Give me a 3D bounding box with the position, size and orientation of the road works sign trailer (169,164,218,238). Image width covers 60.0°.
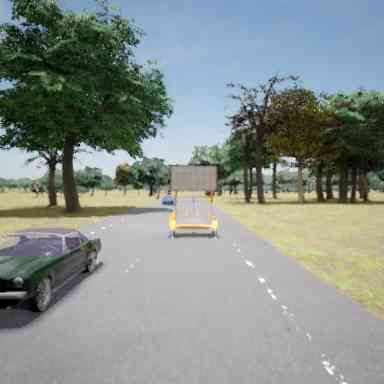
[{"bbox_3d":[0.091,0.373,16.906,2.380,3.560,2.880,0,0,0],"label":"road works sign trailer"}]

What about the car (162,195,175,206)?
[{"bbox_3d":[-3.540,1.238,50.898,1.882,1.535,5.008,0,0,1],"label":"car"}]

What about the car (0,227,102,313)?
[{"bbox_3d":[-3.598,1.559,7.648,1.895,1.301,4.718,0,0,0],"label":"car"}]
